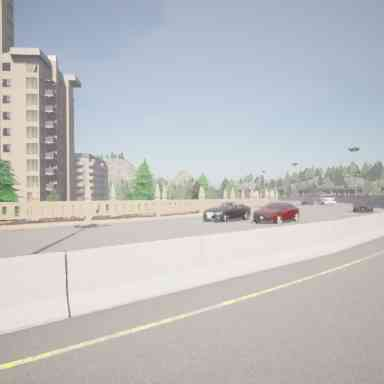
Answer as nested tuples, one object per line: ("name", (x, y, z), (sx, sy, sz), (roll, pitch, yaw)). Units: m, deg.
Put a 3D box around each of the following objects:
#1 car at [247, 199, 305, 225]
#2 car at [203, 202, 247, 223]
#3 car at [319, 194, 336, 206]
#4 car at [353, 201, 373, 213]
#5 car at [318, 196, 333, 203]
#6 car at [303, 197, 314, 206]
("car", (6.400, 1.520, 24.890), (1.882, 1.535, 5.008), (0, 0, 40))
("car", (2.840, 1.536, 26.092), (2.128, 1.511, 4.902), (0, 0, 40))
("car", (25.198, 1.452, 61.662), (2.150, 2.045, 5.566), (0, 0, 14))
("car", (19.486, 1.667, 37.820), (1.994, 1.385, 4.181), (0, 0, 28))
("car", (30.933, 1.797, 77.157), (1.837, 1.490, 4.892), (0, 0, 6))
("car", (21.624, 1.725, 62.060), (1.882, 1.535, 5.008), (0, 0, 15))
